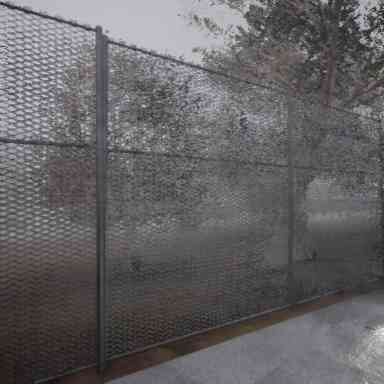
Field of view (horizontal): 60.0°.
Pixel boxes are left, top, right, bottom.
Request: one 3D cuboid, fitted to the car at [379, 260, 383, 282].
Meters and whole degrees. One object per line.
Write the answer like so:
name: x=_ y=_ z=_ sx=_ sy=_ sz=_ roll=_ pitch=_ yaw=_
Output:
car: x=6.221 y=1.620 z=7.497 sx=4.718 sy=1.301 sz=1.895 roll=0 pitch=0 yaw=-35
